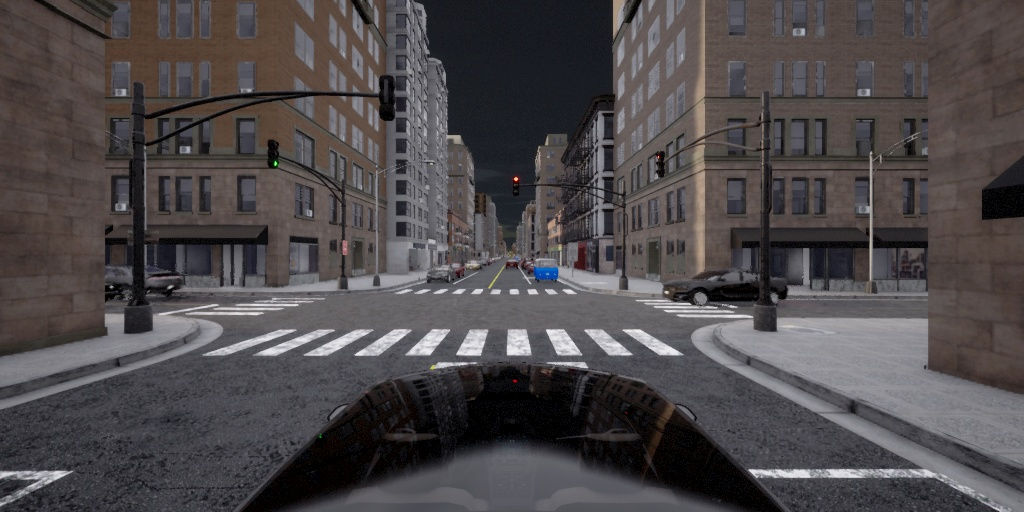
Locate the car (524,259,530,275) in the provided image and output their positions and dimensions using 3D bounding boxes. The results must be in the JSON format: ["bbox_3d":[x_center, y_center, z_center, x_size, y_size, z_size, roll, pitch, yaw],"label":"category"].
[{"bbox_3d":[2.554,1.330,39.295,1.802,1.307,4.207,0,0,0],"label":"car"}]

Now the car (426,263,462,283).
[{"bbox_3d":[-5.446,1.299,27.906,2.007,1.370,4.403,0,0,0],"label":"car"}]

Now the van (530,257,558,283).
[{"bbox_3d":[2.579,1.090,27.932,1.690,1.789,3.998,0,0,0],"label":"van"}]

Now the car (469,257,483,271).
[{"bbox_3d":[-5.496,1.269,50.464,1.751,1.417,4.829,0,0,0],"label":"car"}]

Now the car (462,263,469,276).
[{"bbox_3d":[-5.459,1.293,33.587,1.888,1.381,4.507,0,0,0],"label":"car"}]

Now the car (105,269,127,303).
[{"bbox_3d":[-17.228,1.254,12.730,4.718,1.301,1.895,0,0,-2],"label":"car"}]

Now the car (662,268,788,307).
[{"bbox_3d":[9.090,1.291,15.467,5.008,1.535,1.882,0,0,-5],"label":"car"}]

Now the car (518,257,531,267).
[{"bbox_3d":[2.516,1.055,56.340,2.192,1.841,5.009,0,0,0],"label":"car"}]

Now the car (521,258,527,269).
[{"bbox_3d":[2.528,1.326,50.658,1.802,1.307,4.207,0,0,0],"label":"car"}]

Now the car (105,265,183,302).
[{"bbox_3d":[-17.368,1.143,15.683,4.902,1.511,2.128,0,0,0],"label":"car"}]

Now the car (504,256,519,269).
[{"bbox_3d":[-0.023,1.217,57.598,1.882,1.535,5.008,0,0,0],"label":"car"}]

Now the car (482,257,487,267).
[{"bbox_3d":[-5.509,1.306,56.316,1.948,1.339,4.313,0,0,0],"label":"car"}]
